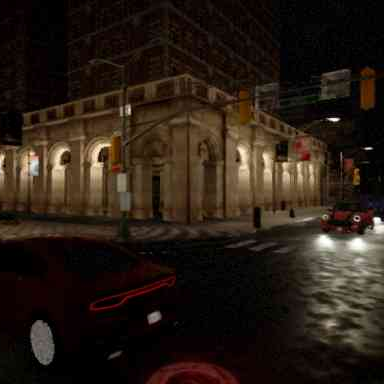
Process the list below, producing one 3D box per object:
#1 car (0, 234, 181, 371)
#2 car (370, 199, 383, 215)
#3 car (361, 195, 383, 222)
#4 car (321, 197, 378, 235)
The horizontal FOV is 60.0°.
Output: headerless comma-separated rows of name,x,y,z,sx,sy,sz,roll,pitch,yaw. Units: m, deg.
car,-2.504,1.474,5.765,5.008,1.535,1.882,0,0,35
car,20.549,1.545,35.479,2.128,1.511,4.902,0,0,35
car,14.722,1.261,27.200,2.150,2.045,5.566,0,0,35
car,9.079,1.377,19.295,2.097,1.767,4.553,0,0,37
